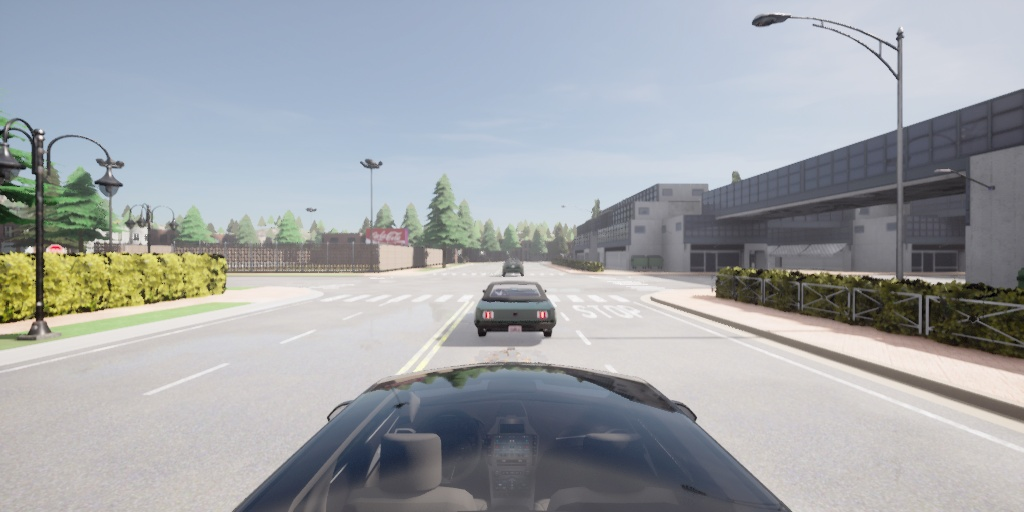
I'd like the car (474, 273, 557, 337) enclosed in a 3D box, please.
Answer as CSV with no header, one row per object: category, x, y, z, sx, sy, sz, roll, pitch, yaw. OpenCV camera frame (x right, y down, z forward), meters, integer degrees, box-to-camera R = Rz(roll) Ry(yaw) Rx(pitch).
car,0.073,1.344,10.225,1.895,1.301,4.718,0,0,0

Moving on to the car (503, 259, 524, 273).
car,0.121,1.075,37.076,2.097,1.767,4.553,0,0,0
